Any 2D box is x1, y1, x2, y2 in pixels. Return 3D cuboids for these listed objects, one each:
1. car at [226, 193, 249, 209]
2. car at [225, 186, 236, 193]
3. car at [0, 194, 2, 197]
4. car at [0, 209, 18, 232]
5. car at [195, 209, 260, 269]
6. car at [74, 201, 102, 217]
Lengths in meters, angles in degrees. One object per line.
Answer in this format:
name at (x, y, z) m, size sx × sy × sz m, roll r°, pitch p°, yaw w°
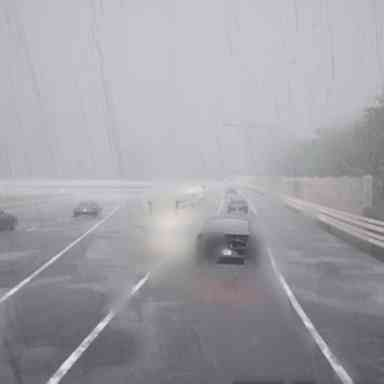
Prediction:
car at (4.373, 1.166, 31.922) m, size 2.128 × 1.511 × 4.902 m, roll 0°, pitch 2°, yaw 8°
car at (7.297, -0.403, 62.635) m, size 1.837 × 1.490 × 4.892 m, roll 0°, pitch 3°, yaw 3°
car at (-30.103, 0.847, 49.026) m, size 2.150 × 2.045 × 5.566 m, roll 0°, pitch 1°, yaw -9°
car at (-10.745, 1.489, 17.371) m, size 1.994 × 1.385 × 4.181 m, roll 0°, pitch 0°, yaw -9°
car at (1.283, 1.541, 11.485) m, size 1.882 × 1.535 × 5.008 m, roll 1°, pitch -1°, yaw 8°
car at (-9.239, 1.457, 29.706) m, size 1.994 × 1.385 × 4.181 m, roll 0°, pitch 0°, yaw -9°
